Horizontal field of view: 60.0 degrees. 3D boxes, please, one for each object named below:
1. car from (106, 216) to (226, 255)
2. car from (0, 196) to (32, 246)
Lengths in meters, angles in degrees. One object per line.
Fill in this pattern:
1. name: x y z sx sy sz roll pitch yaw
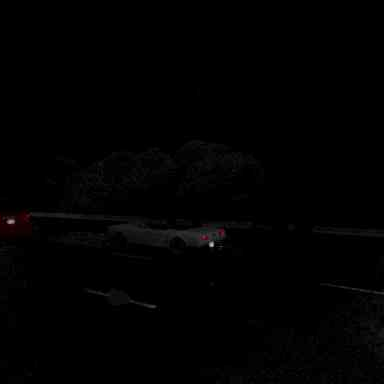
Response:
1. car: -1.160 1.576 13.047 4.718 1.301 1.895 0 0 33
2. car: -9.070 1.195 13.819 5.566 2.045 2.150 0 0 31
